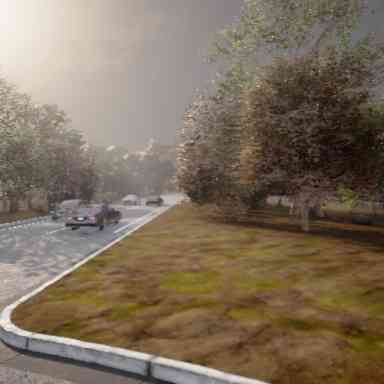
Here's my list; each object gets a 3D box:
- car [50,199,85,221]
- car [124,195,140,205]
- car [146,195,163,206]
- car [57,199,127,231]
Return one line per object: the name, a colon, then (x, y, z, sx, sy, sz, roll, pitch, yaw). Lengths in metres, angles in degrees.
car: (-9.221, 1.364, 25.784, 1.837, 1.490, 4.892, -1, 1, 1)
car: (-8.618, 1.122, 47.351, 1.812, 1.442, 4.674, -1, 1, 1)
car: (-5.096, 1.096, 45.435, 2.033, 1.411, 5.357, -1, 1, 2)
car: (-5.703, 1.411, 19.840, 2.033, 1.411, 5.357, -1, 1, 2)
